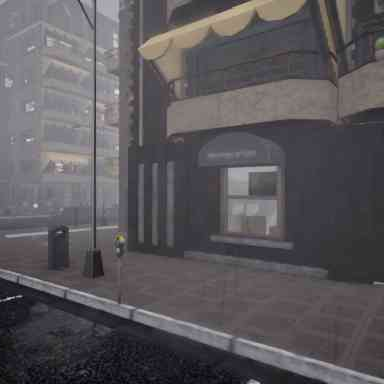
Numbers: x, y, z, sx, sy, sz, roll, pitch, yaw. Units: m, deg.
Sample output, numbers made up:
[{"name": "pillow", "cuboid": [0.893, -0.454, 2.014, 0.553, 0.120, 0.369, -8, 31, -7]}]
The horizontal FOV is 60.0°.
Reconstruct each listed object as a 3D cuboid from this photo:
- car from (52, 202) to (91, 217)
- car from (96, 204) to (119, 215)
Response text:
[{"name": "car", "cuboid": [-12.752, 1.821, 35.326, 1.967, 1.590, 4.097, -1, -1, 35]}, {"name": "car", "cuboid": [-9.465, 2.063, 39.947, 1.802, 1.307, 4.206, -1, -1, 35]}]
